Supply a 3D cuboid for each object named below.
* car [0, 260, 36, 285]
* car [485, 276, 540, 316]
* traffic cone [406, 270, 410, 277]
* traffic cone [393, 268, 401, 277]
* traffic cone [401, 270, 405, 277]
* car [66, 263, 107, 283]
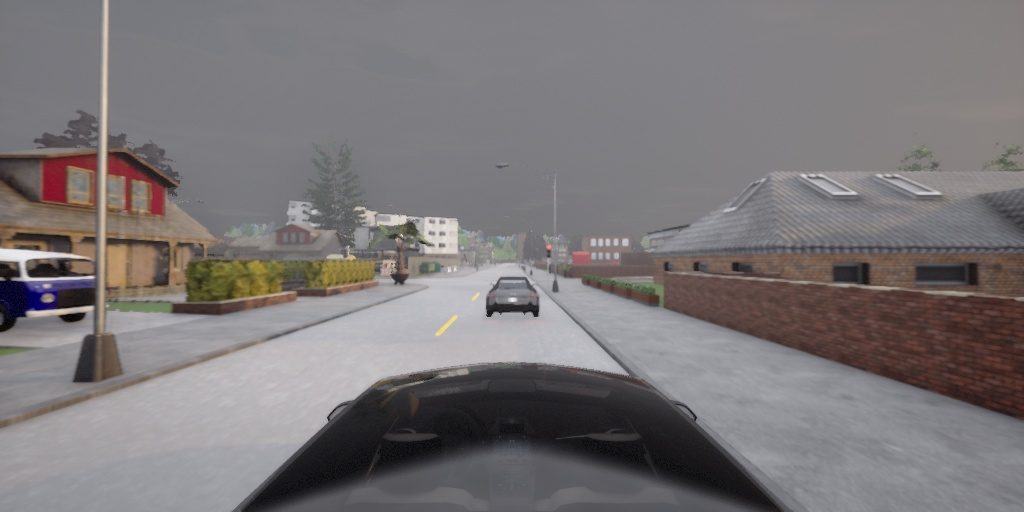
[{"bbox_3d":[-48.703,1.549,33.755,4.553,1.767,2.097,0,-1,1],"label":"car"},{"bbox_3d":[0.045,1.490,14.242,1.994,1.385,4.181,0,-1,1],"label":"car"},{"bbox_3d":[-14.385,2.267,50.664,0.344,0.586,0.344,0,0,0],"label":"traffic cone"},{"bbox_3d":[-15.745,2.223,49.055,0.344,0.586,0.344,0,0,0],"label":"traffic cone"},{"bbox_3d":[-15.384,2.228,49.624,0.344,0.586,0.344,0,0,0],"label":"traffic cone"},{"bbox_3d":[-43.206,1.759,37.794,4.892,1.490,1.837,0,-1,0],"label":"car"}]
